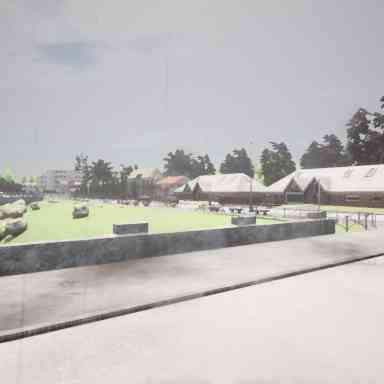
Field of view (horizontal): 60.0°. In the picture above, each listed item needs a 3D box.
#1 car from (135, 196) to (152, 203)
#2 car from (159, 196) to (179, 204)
[{"bbox_3d":[-10.097,1.502,68.969,1.837,1.490,4.892,0,0,-35],"label":"car"},{"bbox_3d":[-4.211,1.491,60.696,2.128,1.511,4.902,0,0,-35],"label":"car"}]
